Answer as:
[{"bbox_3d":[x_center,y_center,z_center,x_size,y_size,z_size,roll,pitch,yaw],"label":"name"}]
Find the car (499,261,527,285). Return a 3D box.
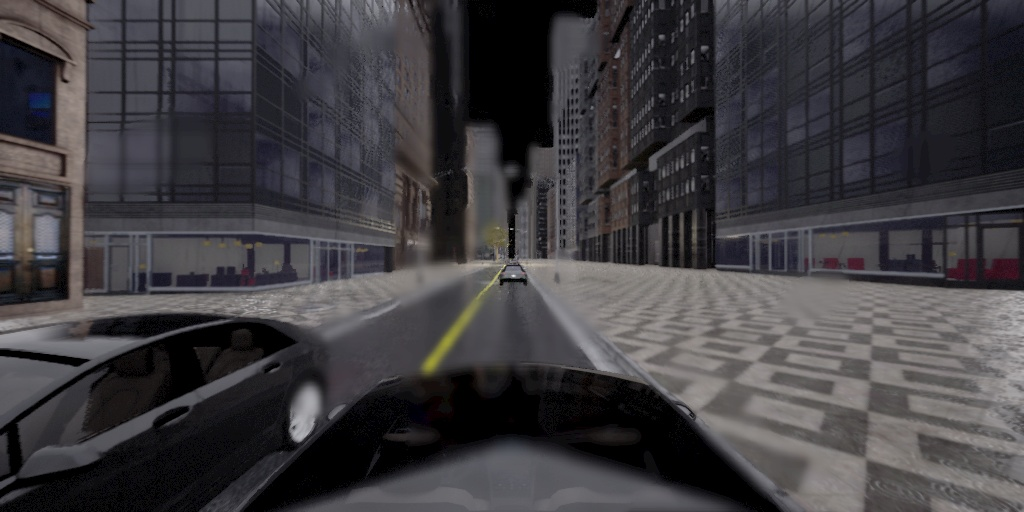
[{"bbox_3d":[0.104,1.313,26.398,1.994,1.385,4.181,0,0,0],"label":"car"}]

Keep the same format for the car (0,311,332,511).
[{"bbox_3d":[-3.070,1.255,2.379,1.837,1.490,4.892,0,0,0],"label":"car"}]
